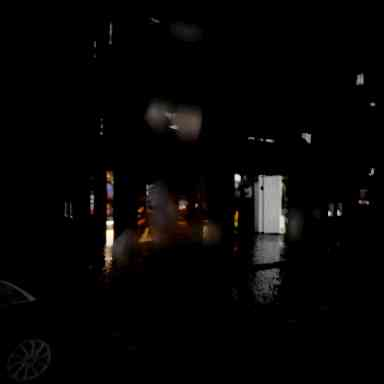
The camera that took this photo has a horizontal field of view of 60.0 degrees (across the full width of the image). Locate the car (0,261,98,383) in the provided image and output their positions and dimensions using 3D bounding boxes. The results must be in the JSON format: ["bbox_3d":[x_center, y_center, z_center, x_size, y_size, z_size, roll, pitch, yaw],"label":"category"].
[{"bbox_3d":[-3.325,1.546,3.729,4.403,1.369,2.008,0,0,-35],"label":"car"}]

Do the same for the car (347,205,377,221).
[{"bbox_3d":[15.476,1.957,31.952,1.994,1.385,4.181,1,-1,-35],"label":"car"}]

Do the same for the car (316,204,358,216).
[{"bbox_3d":[17.000,2.081,39.215,1.802,1.307,4.206,0,-1,-35],"label":"car"}]
